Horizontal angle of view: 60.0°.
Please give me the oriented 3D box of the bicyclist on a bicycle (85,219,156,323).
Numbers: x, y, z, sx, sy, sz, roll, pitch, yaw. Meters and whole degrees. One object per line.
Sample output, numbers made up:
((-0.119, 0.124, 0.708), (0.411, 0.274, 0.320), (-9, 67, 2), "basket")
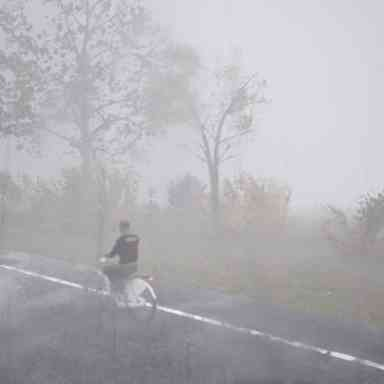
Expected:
((-1.365, 1.373, 6.031), (1.843, 1.776, 0.659), (0, 0, 35), "bicyclist on a bicycle")
